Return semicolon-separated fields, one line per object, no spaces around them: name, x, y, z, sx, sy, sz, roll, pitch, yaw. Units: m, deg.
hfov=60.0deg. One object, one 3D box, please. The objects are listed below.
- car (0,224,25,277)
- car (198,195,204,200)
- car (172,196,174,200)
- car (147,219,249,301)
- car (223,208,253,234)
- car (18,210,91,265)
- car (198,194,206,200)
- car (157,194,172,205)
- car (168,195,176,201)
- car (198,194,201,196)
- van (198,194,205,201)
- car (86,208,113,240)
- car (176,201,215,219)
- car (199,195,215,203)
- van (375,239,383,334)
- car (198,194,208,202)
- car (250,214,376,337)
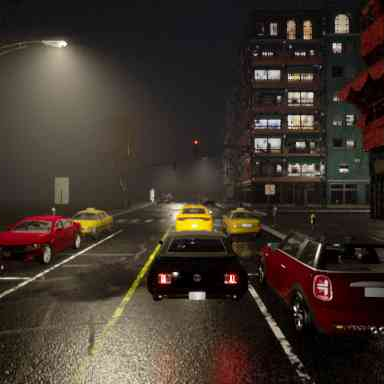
car;-5.307;1.552;6.227;2.008;1.369;4.403;1;0;0
car;2.567;1.555;95.700;1.752;1.417;4.829;1;0;0
car;-5.309;1.334;66.741;2.192;1.841;5.009;1;0;0
car;0.100;1.603;8.280;1.895;1.301;4.718;0;0;0
car;2.573;1.530;17.897;1.752;1.417;4.829;1;0;0
car;-5.307;1.547;11.764;1.887;1.381;4.507;1;0;0
car;2.569;1.599;61.564;1.802;1.307;4.206;1;0;0
car;-5.310;1.457;61.086;1.967;1.590;4.097;1;0;0
car;-5.313;1.609;89.357;1.802;1.307;4.206;1;0;0
car;2.568;1.587;72.886;1.947;1.339;4.313;1;0;0
van;2.570;1.368;89.869;1.690;1.788;3.998;1;0;0
car;-5.307;1.529;17.130;1.752;1.417;4.829;1;0;0
car;0.101;1.482;18.397;1.882;1.535;5.008;0;0;0
car;2.570;1.565;50.242;2.008;1.369;4.403;1;0;0
van;2.576;1.341;1.093;1.690;1.788;3.998;1;0;0
car;2.571;1.338;78.547;2.192;1.841;5.009;1;0;0
car;2.575;1.442;6.638;1.967;1.590;4.097;1;0;0
